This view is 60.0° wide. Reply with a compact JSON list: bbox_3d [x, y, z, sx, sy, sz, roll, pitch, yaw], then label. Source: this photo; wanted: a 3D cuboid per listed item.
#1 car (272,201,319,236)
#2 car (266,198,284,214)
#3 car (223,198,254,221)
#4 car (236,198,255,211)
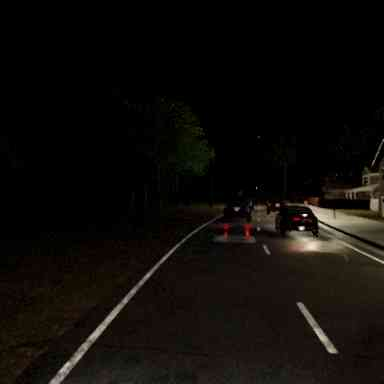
[{"bbox_3d":[5.682,1.492,18.348,1.837,1.490,4.892,0,0,10],"label":"car"},{"bbox_3d":[9.181,1.441,36.182,2.097,1.767,4.553,1,0,11],"label":"car"},{"bbox_3d":[3.783,1.354,27.121,2.097,1.767,4.553,1,0,11],"label":"car"},{"bbox_3d":[6.945,1.584,42.782,2.128,1.511,4.902,1,0,12],"label":"car"}]
